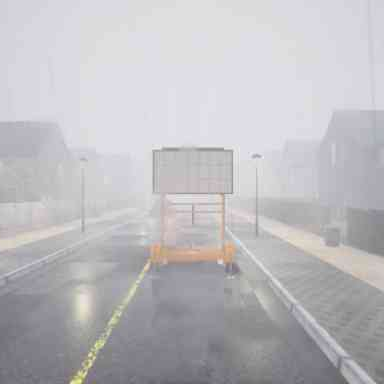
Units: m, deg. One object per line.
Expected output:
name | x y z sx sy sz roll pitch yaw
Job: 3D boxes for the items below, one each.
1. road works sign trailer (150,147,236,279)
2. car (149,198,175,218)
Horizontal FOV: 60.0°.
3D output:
road works sign trailer | 0.029 0.466 10.062 2.380 3.560 2.880 0 0 1
car | -2.678 1.394 30.544 2.097 1.767 4.553 0 0 0
